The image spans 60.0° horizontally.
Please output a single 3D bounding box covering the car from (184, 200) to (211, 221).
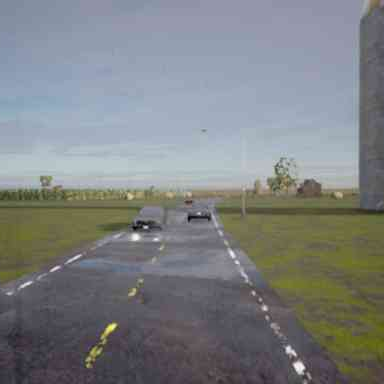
[{"bbox_3d":[0.625,1.659,28.034,1.994,1.385,4.181,0,0,2],"label":"car"}]

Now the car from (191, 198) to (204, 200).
[{"bbox_3d":[1.121,1.638,39.835,1.837,1.490,4.892,0,0,3],"label":"car"}]

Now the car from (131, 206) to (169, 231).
[{"bbox_3d":[-2.538,1.619,21.399,2.033,1.411,5.357,0,0,2],"label":"car"}]

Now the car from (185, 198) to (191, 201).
[{"bbox_3d":[-0.315,1.793,62.345,1.895,1.301,4.718,0,0,5],"label":"car"}]
